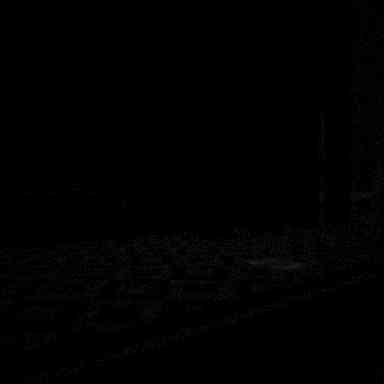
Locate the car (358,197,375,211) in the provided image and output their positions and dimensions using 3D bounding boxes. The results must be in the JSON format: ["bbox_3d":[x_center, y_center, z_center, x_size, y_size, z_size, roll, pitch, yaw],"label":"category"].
[{"bbox_3d":[17.373,1.105,30.083,2.008,1.369,4.403,0,1,-35],"label":"car"}]
